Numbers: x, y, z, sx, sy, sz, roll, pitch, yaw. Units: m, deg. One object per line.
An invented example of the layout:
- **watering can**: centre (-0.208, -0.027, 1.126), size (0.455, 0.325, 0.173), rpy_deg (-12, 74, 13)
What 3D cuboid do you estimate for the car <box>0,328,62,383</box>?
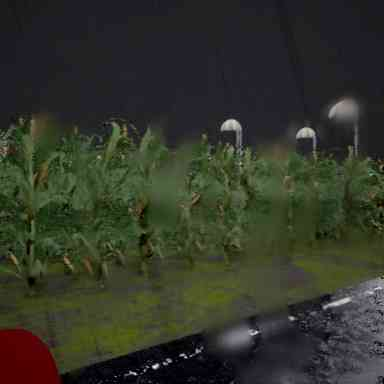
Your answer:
- **car**: centre (-2.968, 1.474, 0.954), size (5.008, 1.535, 1.882), rpy_deg (0, 0, -36)
